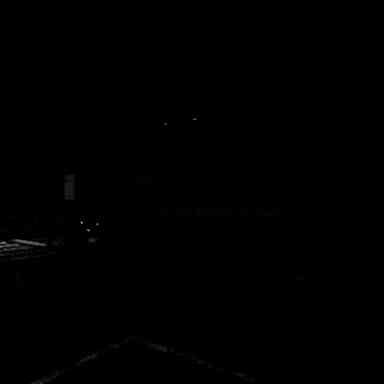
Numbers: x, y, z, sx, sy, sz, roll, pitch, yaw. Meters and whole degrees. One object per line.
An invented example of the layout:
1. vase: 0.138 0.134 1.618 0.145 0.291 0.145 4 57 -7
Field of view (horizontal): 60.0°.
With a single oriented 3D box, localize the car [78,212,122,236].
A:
1. car: -4.716 1.934 20.988 1.895 1.301 4.718 0 -1 35
